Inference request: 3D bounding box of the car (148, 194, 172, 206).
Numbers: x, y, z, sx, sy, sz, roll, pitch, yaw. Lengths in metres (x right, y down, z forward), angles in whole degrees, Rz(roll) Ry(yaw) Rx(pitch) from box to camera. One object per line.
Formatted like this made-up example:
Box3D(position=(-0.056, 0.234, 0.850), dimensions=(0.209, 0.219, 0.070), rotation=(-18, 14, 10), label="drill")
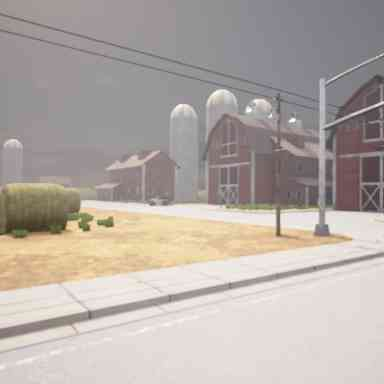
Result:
Box3D(position=(-5.403, 1.372, 56.638), dimensions=(3.866, 1.878, 1.905), rotation=(-1, 5, 11), label="car")
